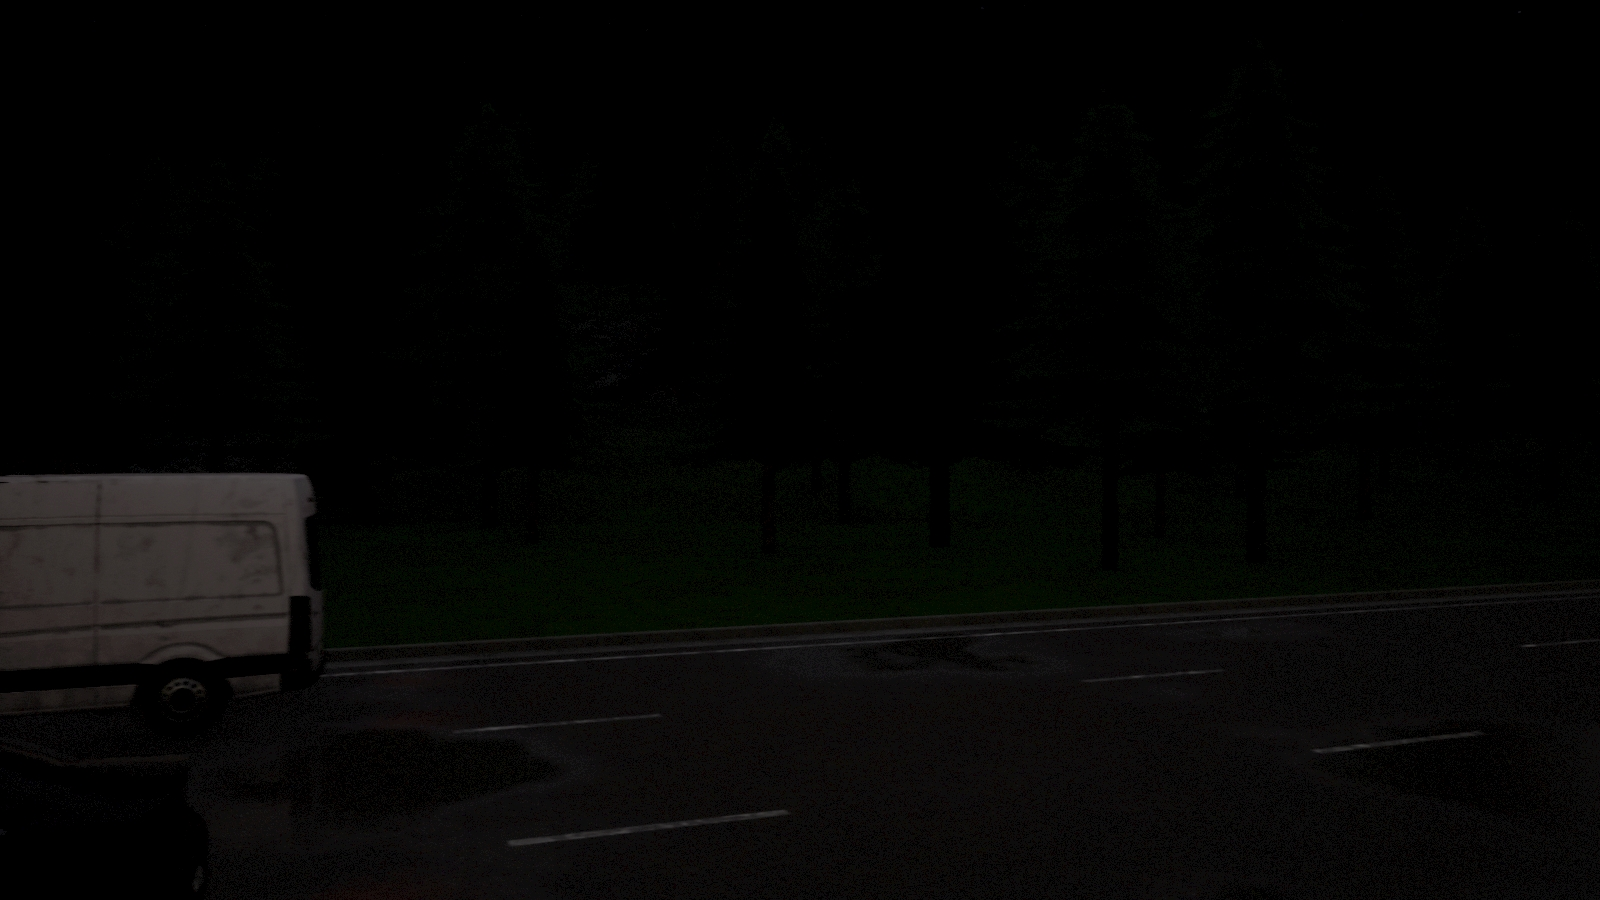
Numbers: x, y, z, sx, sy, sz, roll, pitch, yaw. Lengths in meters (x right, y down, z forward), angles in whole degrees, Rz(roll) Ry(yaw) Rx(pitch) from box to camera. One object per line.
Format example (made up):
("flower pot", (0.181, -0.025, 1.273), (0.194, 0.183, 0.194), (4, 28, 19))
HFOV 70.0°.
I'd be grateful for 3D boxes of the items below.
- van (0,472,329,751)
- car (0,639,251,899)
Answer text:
("van", (-8.003, 1.534, 11.537), (5.915, 2.561, 1.988), (0, 0, -19))
("car", (-5.476, 1.982, 5.142), (5.238, 1.638, 2.097), (0, 0, -20))
